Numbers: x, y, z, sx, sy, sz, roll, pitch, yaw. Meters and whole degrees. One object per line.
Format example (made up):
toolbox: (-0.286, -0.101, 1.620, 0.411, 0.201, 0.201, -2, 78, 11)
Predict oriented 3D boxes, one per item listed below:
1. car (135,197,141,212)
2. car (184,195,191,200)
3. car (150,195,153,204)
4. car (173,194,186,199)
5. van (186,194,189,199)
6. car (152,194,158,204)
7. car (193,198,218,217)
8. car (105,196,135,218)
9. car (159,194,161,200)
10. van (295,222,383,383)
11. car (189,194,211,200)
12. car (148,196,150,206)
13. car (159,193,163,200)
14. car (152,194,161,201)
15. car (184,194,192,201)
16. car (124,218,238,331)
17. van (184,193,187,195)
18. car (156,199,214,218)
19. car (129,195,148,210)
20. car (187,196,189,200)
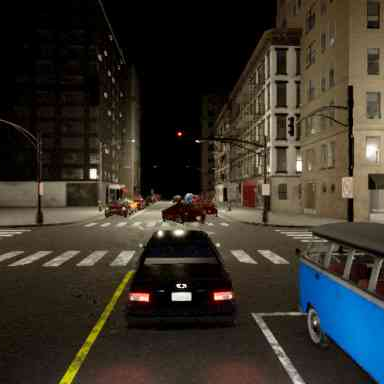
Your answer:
car: (-6.873, 1.526, 35.465, 1.752, 1.417, 4.829, 0, 0, -2)
car: (-1.203, 1.530, 90.026, 1.887, 1.381, 4.507, 0, 0, -2)
car: (-7.582, 1.564, 51.848, 1.947, 1.339, 4.313, 0, 0, -2)
car: (-2.571, 1.543, 60.650, 2.033, 1.411, 5.357, 0, 0, -2)
van: (0.435, 1.339, 52.196, 1.690, 1.788, 3.998, 0, 0, -2)
car: (-8.050, 1.545, 62.657, 2.008, 1.369, 4.403, 0, 0, -2)
car: (1.371, 1.545, 30.578, 1.887, 1.381, 4.507, 0, 0, -2)
car: (-6.646, 1.440, 30.231, 1.967, 1.590, 4.097, 0, 0, -2)
car: (-8.518, 1.573, 73.466, 1.802, 1.307, 4.206, 0, 0, -2)
van: (2.534, 1.341, 3.723, 1.690, 1.788, 3.998, 0, 0, -2)
car: (1.137, 1.315, 35.982, 2.192, 1.841, 5.009, 0, 0, -2)
car: (-7.341, 1.525, 46.274, 1.752, 1.417, 4.829, 0, 0, -2)
car: (-8.752, 1.304, 78.870, 2.192, 1.841, 5.009, 0, 0, -2)
car: (-8.986, 1.427, 84.275, 1.967, 1.590, 4.097, 0, 0, -2)
car: (-0.969, 1.427, 84.622, 1.967, 1.590, 4.097, 0, 0, -2)
car: (-0.260, 1.547, 7.278, 2.033, 1.411, 5.357, 0, 0, -2)
van: (-0.501, 1.332, 73.813, 1.690, 1.788, 3.998, 0, 0, -2)
car: (-0.653, 1.529, 23.802, 1.812, 1.442, 4.674, -2, 1, -29)
car: (-7.114, 1.315, 41.039, 2.192, 1.841, 5.009, 0, 0, -2)
car: (0.669, 1.544, 46.791, 1.887, 1.381, 4.507, 0, 0, -2)
